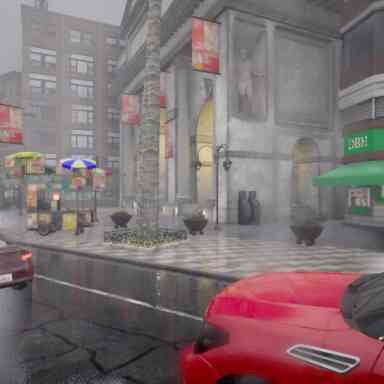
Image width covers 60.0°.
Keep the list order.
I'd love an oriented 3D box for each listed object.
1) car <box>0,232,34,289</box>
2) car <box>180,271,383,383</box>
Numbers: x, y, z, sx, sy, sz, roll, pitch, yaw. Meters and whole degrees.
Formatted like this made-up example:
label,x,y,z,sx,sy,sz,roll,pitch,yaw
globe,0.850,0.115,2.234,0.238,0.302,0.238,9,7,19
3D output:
label,x,y,z,sx,sy,sz,roll,pitch,yaw
car,-5.544,1.526,7.821,4.674,1.442,1.812,0,0,35
car,2.536,1.221,2.081,5.566,2.045,2.150,0,0,36
